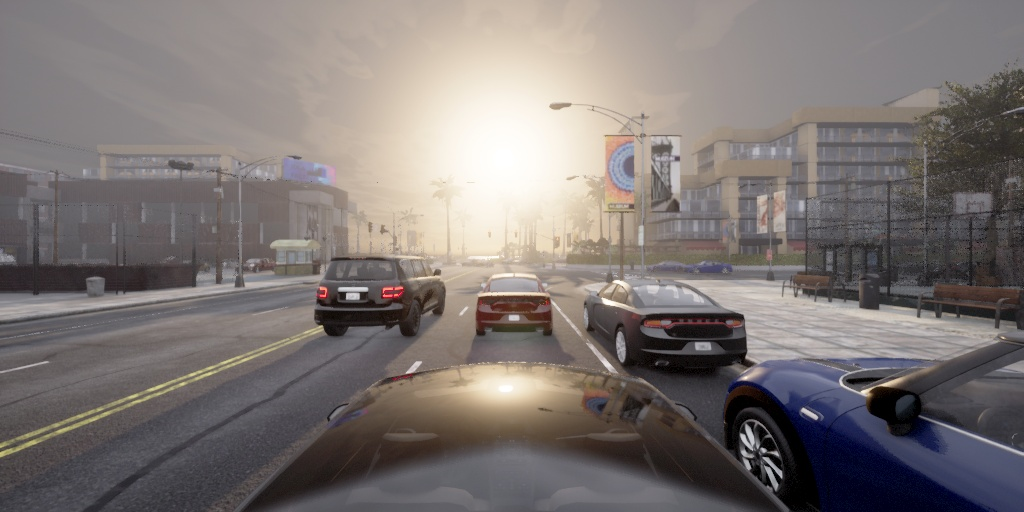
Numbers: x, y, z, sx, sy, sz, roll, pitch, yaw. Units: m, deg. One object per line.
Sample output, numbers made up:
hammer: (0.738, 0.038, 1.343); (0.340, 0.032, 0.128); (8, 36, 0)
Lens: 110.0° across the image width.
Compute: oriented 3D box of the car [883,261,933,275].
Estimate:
car: (42.457, 1.256, 38.771); (4.892, 1.490, 1.837); (1, 0, 0)

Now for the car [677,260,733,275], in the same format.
car: (21.002, 1.226, 38.656); (5.008, 1.535, 1.882); (0, 0, 0)

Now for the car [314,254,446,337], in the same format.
car: (-3.437, 0.971, 10.475); (2.150, 2.045, 5.566); (0, 0, 0)

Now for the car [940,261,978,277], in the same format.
car: (45.182, 1.254, 35.271); (4.892, 1.490, 1.837); (0, 0, -1)

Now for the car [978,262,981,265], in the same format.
car: (45.183, 1.101, 31.771); (4.553, 1.767, 2.097); (0, 0, -1)

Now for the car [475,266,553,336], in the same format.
car: (0.064, 1.227, 10.461); (1.882, 1.535, 5.008); (0, 0, 0)

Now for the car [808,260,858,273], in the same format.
car: (37.744, 1.226, 42.269); (5.008, 1.535, 1.882); (0, 0, 0)

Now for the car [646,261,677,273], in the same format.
car: (18.155, 1.274, 42.156); (4.674, 1.442, 1.812); (0, 0, 0)
